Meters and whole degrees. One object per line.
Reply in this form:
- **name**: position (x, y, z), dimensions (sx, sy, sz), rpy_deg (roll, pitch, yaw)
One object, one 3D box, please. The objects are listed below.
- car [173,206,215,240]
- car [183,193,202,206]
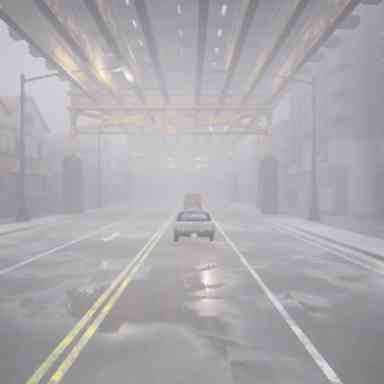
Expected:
- **car**: position (0.093, 1.593, 16.835), dimensions (1.895, 1.301, 4.718), rpy_deg (0, 0, 0)
- **car**: position (0.080, 1.111, 40.350), dimensions (2.150, 2.045, 5.566), rpy_deg (0, 1, 0)
